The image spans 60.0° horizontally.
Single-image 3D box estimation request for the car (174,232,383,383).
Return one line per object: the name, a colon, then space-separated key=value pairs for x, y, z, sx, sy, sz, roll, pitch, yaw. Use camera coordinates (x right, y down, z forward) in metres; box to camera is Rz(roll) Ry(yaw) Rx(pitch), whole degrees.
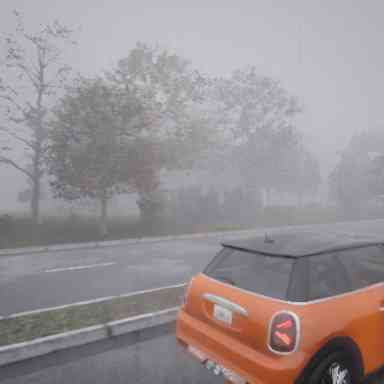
car: x=2.069 y=1.389 z=4.916 sx=4.553 sy=1.767 sz=2.097 roll=1 pitch=0 yaw=-35
